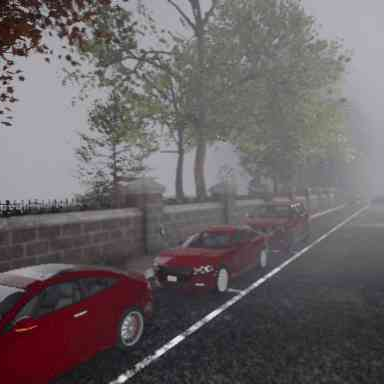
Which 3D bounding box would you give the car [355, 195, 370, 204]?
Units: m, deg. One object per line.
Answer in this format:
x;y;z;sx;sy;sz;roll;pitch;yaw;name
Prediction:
29.572;1.294;57.497;2.008;1.369;4.403;-2;-1;31;car

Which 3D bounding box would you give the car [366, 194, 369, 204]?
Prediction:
23.796;1.246;47.828;1.967;1.590;4.097;-2;-1;31;car

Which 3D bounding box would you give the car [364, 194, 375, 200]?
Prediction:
41.116;1.179;76.834;2.008;1.369;4.403;-2;-1;31;car

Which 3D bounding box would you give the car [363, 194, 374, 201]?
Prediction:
38.142;1.182;71.854;1.752;1.417;4.829;-2;-1;31;car

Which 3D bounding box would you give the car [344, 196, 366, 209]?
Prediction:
20.911;1.277;42.996;1.967;1.590;4.097;-2;-1;31;car

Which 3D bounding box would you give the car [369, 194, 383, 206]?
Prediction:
26.573;1.193;47.230;1.882;1.535;5.008;-2;-1;31;car

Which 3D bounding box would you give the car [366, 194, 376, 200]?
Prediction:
43.913;1.128;81.523;1.752;1.417;4.829;-2;-1;31;car

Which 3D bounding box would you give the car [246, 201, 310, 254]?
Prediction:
3.594;1.354;13.991;2.192;1.841;5.009;-2;-1;31;car

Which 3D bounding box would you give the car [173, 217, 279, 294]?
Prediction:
0.714;1.620;9.153;1.887;1.381;4.507;-2;-1;31;car

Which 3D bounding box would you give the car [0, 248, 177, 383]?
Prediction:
-2.170;1.695;4.318;1.802;1.307;4.206;-2;-1;31;car
